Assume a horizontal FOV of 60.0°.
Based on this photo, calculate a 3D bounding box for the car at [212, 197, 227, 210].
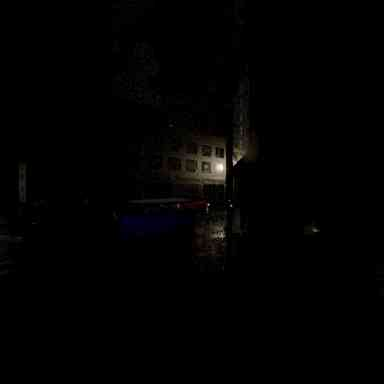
[{"bbox_3d":[1.401,1.166,34.130,1.947,1.339,4.313,1,2,35],"label":"car"}]

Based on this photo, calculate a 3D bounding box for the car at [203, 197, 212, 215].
[{"bbox_3d":[-0.671,1.061,26.641,2.097,1.767,4.553,0,1,35],"label":"car"}]

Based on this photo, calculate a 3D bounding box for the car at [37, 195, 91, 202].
[{"bbox_3d":[-8.360,1.123,20.420,2.192,1.841,5.009,1,1,35],"label":"car"}]

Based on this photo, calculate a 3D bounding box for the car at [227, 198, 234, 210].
[{"bbox_3d":[5.323,1.073,35.040,2.128,1.511,4.902,0,1,36],"label":"car"}]

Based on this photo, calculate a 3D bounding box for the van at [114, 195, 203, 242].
[{"bbox_3d":[-1.417,1.208,15.475,1.690,1.788,3.998,1,1,35],"label":"van"}]

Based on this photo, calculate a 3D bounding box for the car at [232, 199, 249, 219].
[{"bbox_3d":[5.090,1.280,24.614,2.008,1.369,4.403,1,1,35],"label":"car"}]

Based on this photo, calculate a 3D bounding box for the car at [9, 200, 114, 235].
[{"bbox_3d":[-6.646,1.383,18.253,2.033,1.411,5.357,0,1,36],"label":"car"}]
